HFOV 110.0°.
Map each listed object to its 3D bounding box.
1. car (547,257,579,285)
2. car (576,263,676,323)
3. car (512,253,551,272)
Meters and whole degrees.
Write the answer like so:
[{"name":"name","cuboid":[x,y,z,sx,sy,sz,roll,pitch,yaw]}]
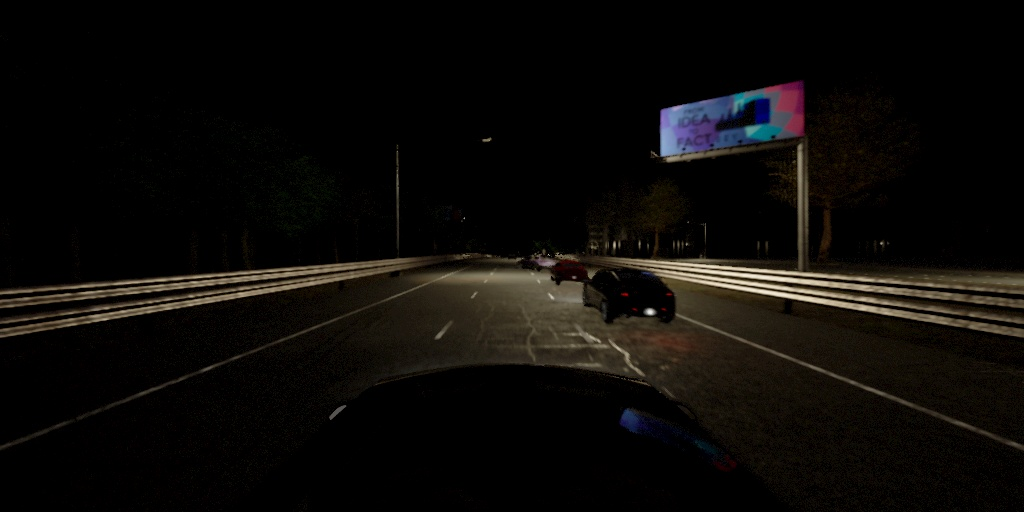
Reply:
[{"name":"car","cuboid":[3.505,0.980,22.510,1.812,1.442,4.674,0,1,0]},{"name":"car","cuboid":[3.503,1.134,11.514,1.837,1.490,4.892,0,1,0]},{"name":"car","cuboid":[2.327,0.650,35.156,2.033,1.649,4.856,-1,1,-30]}]
